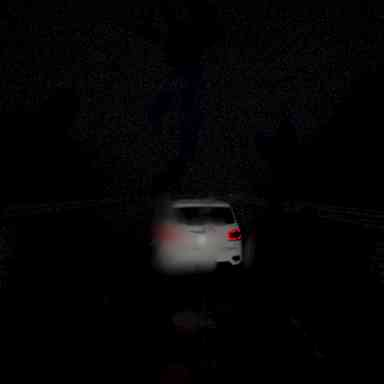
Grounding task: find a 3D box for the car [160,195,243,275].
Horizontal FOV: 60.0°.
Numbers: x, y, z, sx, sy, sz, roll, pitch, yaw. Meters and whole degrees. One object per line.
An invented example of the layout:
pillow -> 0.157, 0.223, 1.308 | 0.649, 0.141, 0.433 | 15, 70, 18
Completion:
car -> 0.164, 1.235, 10.701 | 2.150, 2.045, 5.566 | 0, 0, -3
